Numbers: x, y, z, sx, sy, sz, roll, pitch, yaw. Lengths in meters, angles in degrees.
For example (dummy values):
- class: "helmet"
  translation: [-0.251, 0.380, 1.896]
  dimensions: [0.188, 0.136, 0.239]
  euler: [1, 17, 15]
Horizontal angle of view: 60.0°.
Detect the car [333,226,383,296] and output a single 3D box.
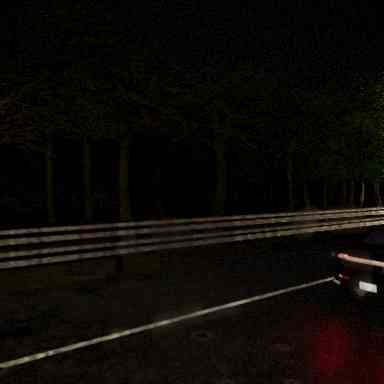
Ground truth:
- class: "car"
  translation: [5.092, 1.441, 7.207]
  dimensions: [4.902, 1.511, 2.128]
  euler: [0, 0, -34]
